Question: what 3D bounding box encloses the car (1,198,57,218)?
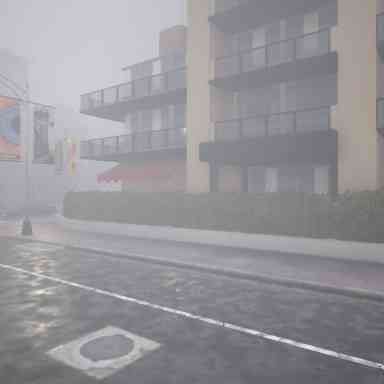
[{"bbox_3d":[-14.592,1.564,30.442,1.994,1.385,4.181,0,0,35],"label":"car"}]
